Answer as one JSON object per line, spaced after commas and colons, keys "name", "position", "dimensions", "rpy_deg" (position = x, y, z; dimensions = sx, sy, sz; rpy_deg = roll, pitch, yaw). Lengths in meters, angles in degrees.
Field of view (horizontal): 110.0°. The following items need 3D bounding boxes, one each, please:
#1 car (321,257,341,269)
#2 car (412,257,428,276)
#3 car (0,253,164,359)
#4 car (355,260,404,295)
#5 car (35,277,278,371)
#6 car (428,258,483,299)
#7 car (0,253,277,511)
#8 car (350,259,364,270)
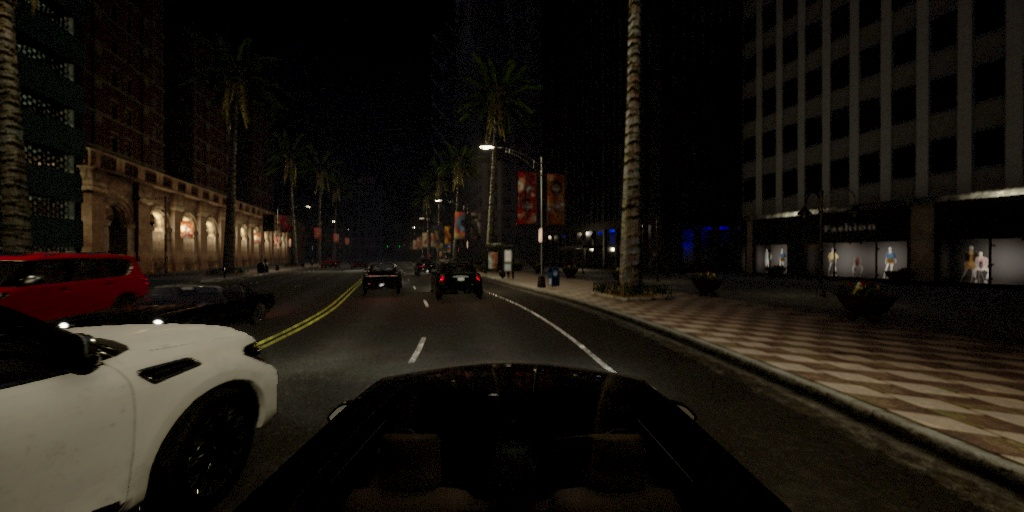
{"name": "car", "position": [-24.071, 0.869, 47.708], "dimensions": [1.882, 1.535, 5.008], "rpy_deg": [0, 0, -19]}
{"name": "car", "position": [-8.429, 1.135, 34.761], "dimensions": [1.837, 1.490, 4.892], "rpy_deg": [0, -1, -19]}
{"name": "car", "position": [-11.167, 0.948, 8.034], "dimensions": [2.150, 2.045, 5.566], "rpy_deg": [0, 0, -12]}
{"name": "car", "position": [-7.032, 1.178, 19.601], "dimensions": [2.128, 1.511, 4.902], "rpy_deg": [0, 0, -18]}
{"name": "car", "position": [-7.756, 1.325, 8.677], "dimensions": [1.895, 1.301, 4.718], "rpy_deg": [0, 0, -11]}
{"name": "car", "position": [-2.859, 1.045, 17.826], "dimensions": [2.097, 1.767, 4.553], "rpy_deg": [0, 0, -16]}
{"name": "car", "position": [-3.445, 0.972, 1.143], "dimensions": [2.150, 2.045, 5.566], "rpy_deg": [0, 0, 2]}
{"name": "car", "position": [-20.761, 1.053, 48.845], "dimensions": [1.994, 1.385, 4.181], "rpy_deg": [0, 0, -19]}
